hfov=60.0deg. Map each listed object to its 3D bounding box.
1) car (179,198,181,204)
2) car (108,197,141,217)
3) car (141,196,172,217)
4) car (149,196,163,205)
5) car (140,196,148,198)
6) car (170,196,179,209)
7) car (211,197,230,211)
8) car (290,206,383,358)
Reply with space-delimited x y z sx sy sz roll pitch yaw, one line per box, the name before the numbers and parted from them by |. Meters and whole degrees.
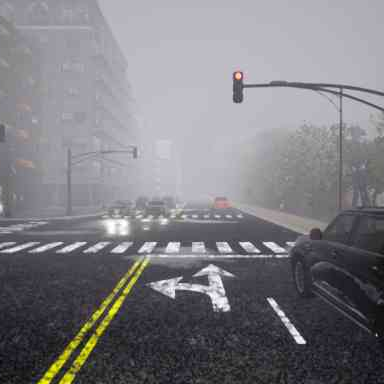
car | -3.166 1.505 63.156 2.128 1.511 4.902 0 0 1
car | -6.530 1.498 31.335 2.128 1.511 4.902 0 0 0
car | -3.287 1.484 31.378 1.882 1.535 5.008 0 0 0
car | -6.440 1.518 60.022 1.837 1.490 4.892 0 -1 0
car | -6.502 1.357 44.052 2.097 1.767 4.553 0 0 0
car | -3.253 1.356 45.001 2.097 1.767 4.553 0 0 0
car | 3.440 1.354 40.758 2.097 1.767 4.553 0 0 0
car | 3.374 1.221 5.292 2.150 2.045 5.566 0 0 -2
